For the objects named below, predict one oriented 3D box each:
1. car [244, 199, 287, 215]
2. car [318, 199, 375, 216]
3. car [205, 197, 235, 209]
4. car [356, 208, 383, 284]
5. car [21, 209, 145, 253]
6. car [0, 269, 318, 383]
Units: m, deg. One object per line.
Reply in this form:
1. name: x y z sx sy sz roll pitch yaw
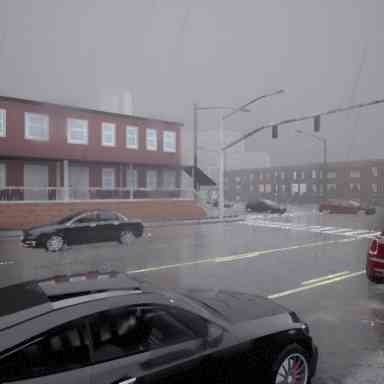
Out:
1. car: 7.343 1.505 33.443 1.837 1.490 4.892 0 0 -32
2. car: 14.551 1.477 31.444 5.008 1.535 1.882 0 0 41
3. car: 3.671 1.504 45.008 1.837 1.490 4.892 0 0 -36
4. car: 6.428 1.352 8.392 4.553 1.767 2.097 0 0 -35
5. car: -4.357 1.505 13.780 4.892 1.490 1.837 0 0 -35
6. car: -0.770 1.526 3.205 4.674 1.442 1.812 0 0 -35
